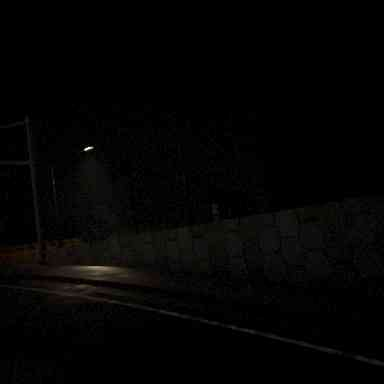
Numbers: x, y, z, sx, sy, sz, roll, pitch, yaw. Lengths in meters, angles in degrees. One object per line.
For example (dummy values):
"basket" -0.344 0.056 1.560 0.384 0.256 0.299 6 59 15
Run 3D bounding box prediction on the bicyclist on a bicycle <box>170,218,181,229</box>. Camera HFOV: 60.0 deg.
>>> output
"bicyclist on a bicycle" -1.333 2.915 27.293 1.656 1.620 0.582 -14 -8 36
